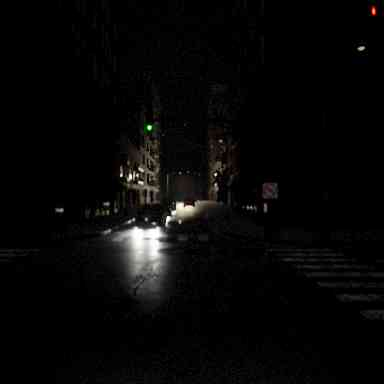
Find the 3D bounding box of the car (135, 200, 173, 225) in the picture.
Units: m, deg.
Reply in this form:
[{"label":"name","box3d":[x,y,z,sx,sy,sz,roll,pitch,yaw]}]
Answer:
[{"label":"car","box3d":[-2.991,1.617,25.089,2.128,1.511,4.902,0,0,3]}]

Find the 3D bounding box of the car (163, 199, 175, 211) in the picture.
[{"label":"car","box3d":[-3.116,1.733,34.248,1.994,1.385,4.181,0,0,0]}]

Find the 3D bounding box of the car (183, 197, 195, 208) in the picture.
[{"label":"car","box3d":[-0.437,1.769,53.753,1.837,1.490,4.892,0,0,0]}]

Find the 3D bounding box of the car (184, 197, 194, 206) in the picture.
[{"label":"car","box3d":[-0.522,1.822,64.172,1.837,1.490,4.892,0,0,0]}]

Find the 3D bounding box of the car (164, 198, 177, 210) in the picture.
[{"label":"car","box3d":[-3.205,1.573,44.965,2.097,1.767,4.553,0,0,0]}]
